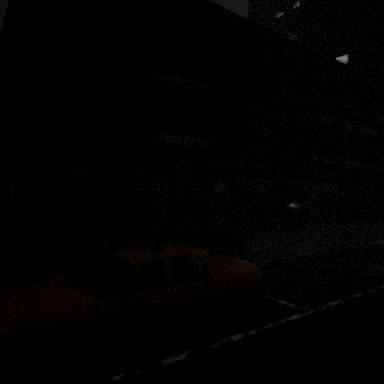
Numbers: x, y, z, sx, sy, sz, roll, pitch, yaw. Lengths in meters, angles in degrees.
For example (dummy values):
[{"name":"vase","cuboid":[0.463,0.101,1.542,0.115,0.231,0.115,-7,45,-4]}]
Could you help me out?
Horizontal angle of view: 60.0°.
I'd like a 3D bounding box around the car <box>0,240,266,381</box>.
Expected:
[{"name":"car","cuboid":[-0.879,1.522,5.445,4.829,1.417,1.752,0,2,-35]}]
